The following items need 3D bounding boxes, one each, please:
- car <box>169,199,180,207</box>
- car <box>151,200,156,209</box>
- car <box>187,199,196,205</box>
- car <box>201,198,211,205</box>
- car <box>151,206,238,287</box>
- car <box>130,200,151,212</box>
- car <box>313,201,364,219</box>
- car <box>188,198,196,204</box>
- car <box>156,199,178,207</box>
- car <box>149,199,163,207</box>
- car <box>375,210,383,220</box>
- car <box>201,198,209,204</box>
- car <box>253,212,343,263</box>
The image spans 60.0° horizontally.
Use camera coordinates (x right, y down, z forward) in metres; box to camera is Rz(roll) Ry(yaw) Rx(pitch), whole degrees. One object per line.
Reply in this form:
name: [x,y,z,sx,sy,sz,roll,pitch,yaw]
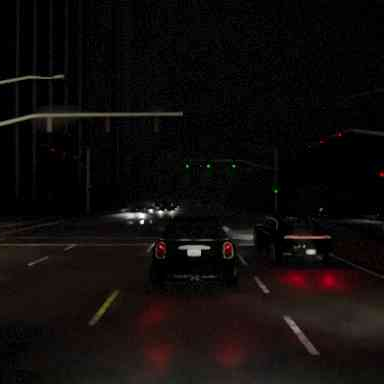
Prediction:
car: [-3.562,2.244,68.864,2.033,1.411,5.357,0,-1,0]
car: [-7.134,2.079,54.515,1.812,1.442,4.674,0,-1,0]
car: [-0.068,2.256,76.680,1.882,1.535,5.008,0,-1,0]
car: [3.431,2.278,76.661,1.837,1.490,4.892,0,-1,0]
car: [0.065,1.452,9.822,2.097,1.767,4.553,0,-1,0]
car: [-7.139,2.062,45.359,1.895,1.301,4.718,0,-1,0]
car: [14.642,1.748,33.505,4.553,1.767,2.097,0,-1,2]
car: [-0.078,2.422,87.028,2.033,1.411,5.357,0,-1,0]
car: [-3.639,1.853,49.357,2.097,1.767,4.553,0,-1,0]
car: [-7.080,2.216,65.916,2.033,1.411,5.357,0,-1,0]
car: [19.149,1.864,29.947,4.892,1.490,1.837,0,-1,0]
car: [3.422,2.358,86.759,1.882,1.535,5.008,0,-1,0]
car: [3.586,1.620,12.518,2.128,1.511,4.902,0,0,-1]
